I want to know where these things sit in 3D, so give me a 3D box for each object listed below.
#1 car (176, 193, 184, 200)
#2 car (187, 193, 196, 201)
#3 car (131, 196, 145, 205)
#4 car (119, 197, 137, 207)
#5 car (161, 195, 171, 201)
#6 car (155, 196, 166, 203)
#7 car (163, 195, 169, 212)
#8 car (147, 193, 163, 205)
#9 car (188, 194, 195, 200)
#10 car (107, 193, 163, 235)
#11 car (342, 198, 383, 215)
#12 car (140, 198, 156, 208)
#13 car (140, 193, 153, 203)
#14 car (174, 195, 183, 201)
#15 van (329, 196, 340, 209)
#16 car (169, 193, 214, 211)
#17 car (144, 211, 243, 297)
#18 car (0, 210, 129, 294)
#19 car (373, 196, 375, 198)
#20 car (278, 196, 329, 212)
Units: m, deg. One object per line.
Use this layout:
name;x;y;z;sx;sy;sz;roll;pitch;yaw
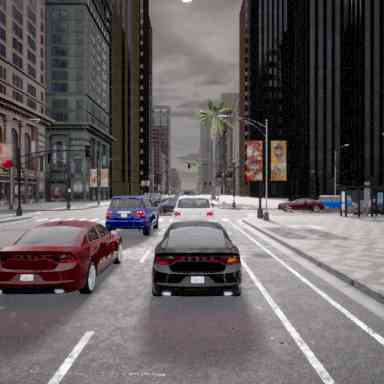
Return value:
car;-3.326;1.193;92.067;2.097;1.767;4.553;0;0;0
car;-0.068;1.222;82.127;2.150;2.045;5.566;0;0;0
car;-9.863;1.528;61.513;1.812;1.442;4.674;0;0;0
car;-9.926;1.493;51.868;2.128;1.511;4.902;0;0;-3
car;-6.569;1.521;83.570;2.128;1.511;4.902;0;0;0
car;-6.558;1.598;70.459;1.895;1.301;4.718;0;0;0
car;-2.249;1.351;33.354;4.553;1.767;2.097;0;0;-34
car;-6.621;1.223;60.388;2.150;2.045;5.566;0;0;1
car;-0.076;1.395;92.516;2.033;1.411;5.357;0;0;0
car;-3.194;1.221;18.664;2.150;2.045;5.566;0;0;2
car;17.044;1.548;31.316;4.403;1.369;2.008;0;0;0
car;-6.620;1.602;50.620;1.895;1.301;4.718;0;0;-1
car;-9.810;1.229;71.911;2.150;2.045;5.566;0;0;0
car;-3.318;1.496;81.677;1.837;1.490;4.892;0;0;0
van;17.033;1.314;39.840;3.998;1.788;1.690;0;0;0
car;0.086;1.221;18.607;2.150;2.045;5.566;0;0;0
car;0.092;1.477;8.648;1.882;1.535;5.008;0;0;0
car;-3.157;1.477;8.800;1.882;1.535;5.008;0;0;0
car;22.710;1.284;39.846;5.009;1.841;2.192;0;0;0
car;12.171;1.461;37.219;5.008;1.535;1.882;0;0;2
